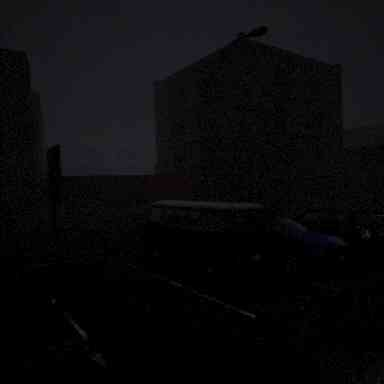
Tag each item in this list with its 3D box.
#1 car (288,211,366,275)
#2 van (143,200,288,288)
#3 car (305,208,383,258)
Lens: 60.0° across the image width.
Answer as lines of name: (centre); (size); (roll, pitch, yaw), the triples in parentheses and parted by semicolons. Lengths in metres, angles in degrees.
car: (2.532, 1.474, 10.815); (2.097, 1.535, 5.008); (0, 0, -35)
van: (0.210, 1.229, 9.295); (1.878, 1.987, 4.442); (0, 0, -35)
car: (4.826, 1.386, 12.406); (2.185, 1.767, 4.553); (1, 0, -35)
